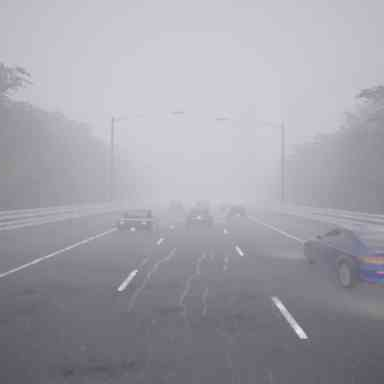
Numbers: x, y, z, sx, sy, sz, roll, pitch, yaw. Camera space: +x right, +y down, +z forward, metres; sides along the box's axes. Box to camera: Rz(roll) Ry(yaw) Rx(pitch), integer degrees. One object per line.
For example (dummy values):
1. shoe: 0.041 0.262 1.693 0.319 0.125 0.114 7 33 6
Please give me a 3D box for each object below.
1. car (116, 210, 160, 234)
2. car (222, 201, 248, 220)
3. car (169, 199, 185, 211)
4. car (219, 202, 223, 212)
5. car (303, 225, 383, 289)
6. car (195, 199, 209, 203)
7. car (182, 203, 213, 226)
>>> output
1. car: -3.115 1.738 20.224 1.895 1.301 4.718 1 -1 2
2. car: 4.207 1.824 31.909 1.837 1.490 4.892 1 -1 3
3. car: -2.079 1.733 47.695 2.097 1.767 4.553 1 0 3
4. car: 4.679 1.959 44.424 1.812 1.442 4.674 1 0 3
5. car: 4.645 1.659 9.385 1.812 1.442 4.674 1 -1 1
6. car: 1.605 1.809 51.401 2.097 1.767 4.553 1 0 3
7. car: 0.560 1.785 25.197 1.994 1.385 4.181 1 -1 2
